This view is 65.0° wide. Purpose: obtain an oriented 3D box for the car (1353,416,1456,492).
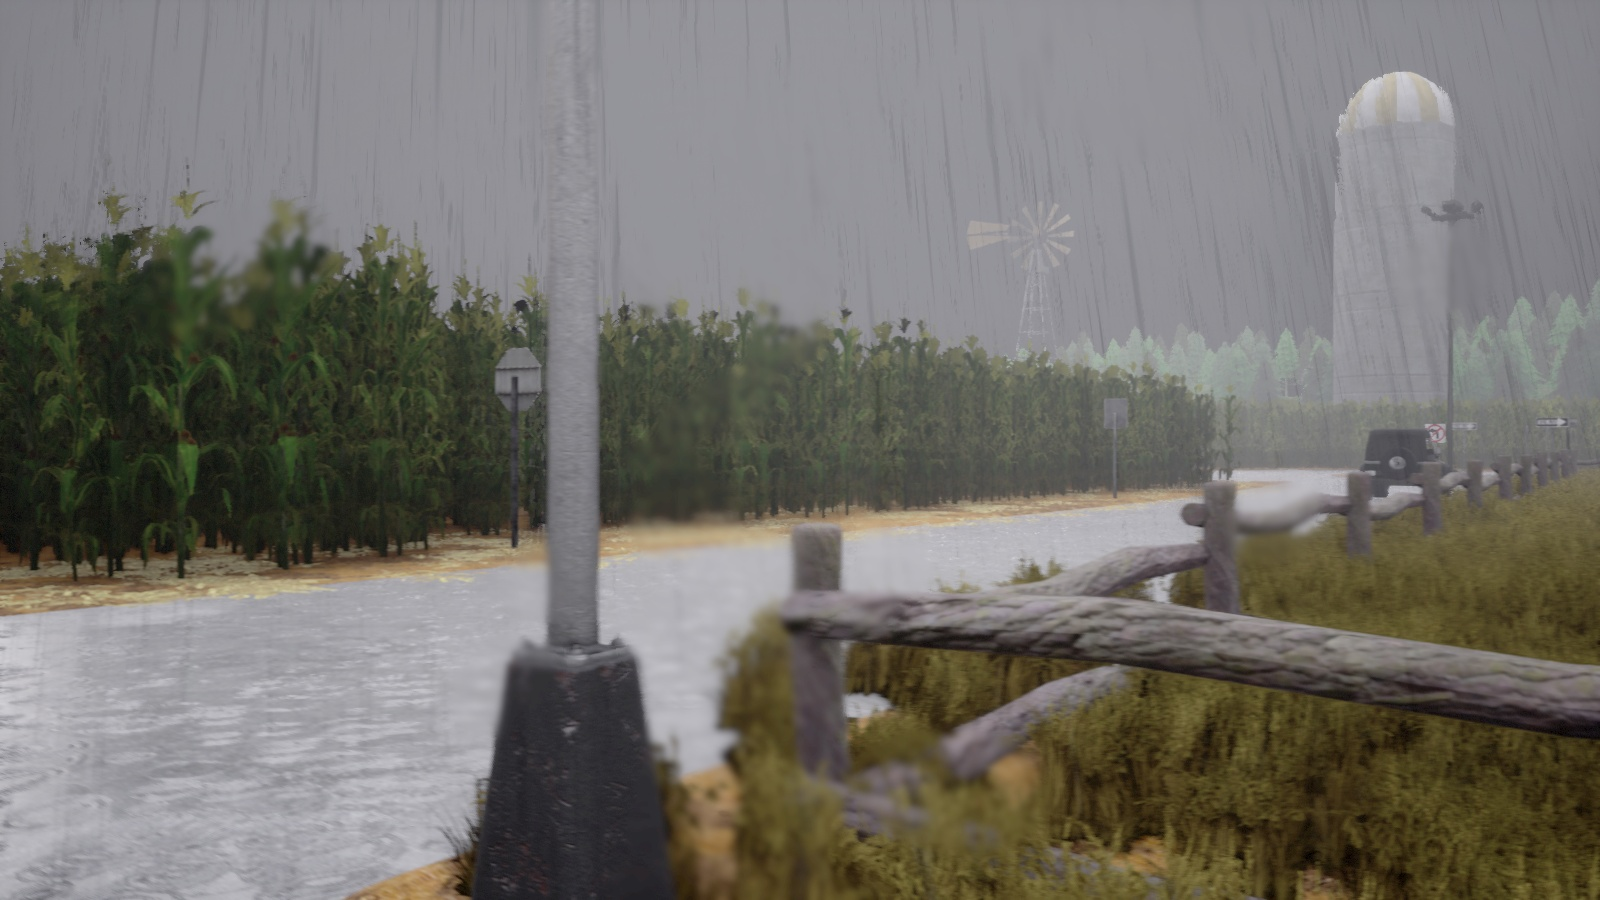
[{"bbox_3d":[16.087,0.087,33.315,1.905,1.878,3.866,-1,0,34],"label":"car"}]
